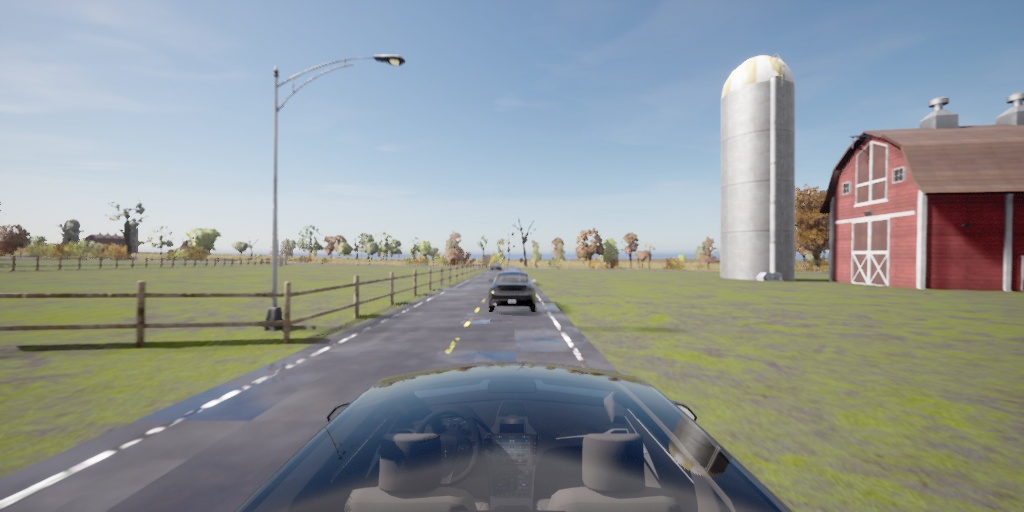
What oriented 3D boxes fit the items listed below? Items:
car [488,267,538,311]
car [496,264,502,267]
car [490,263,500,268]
[{"bbox_3d":[0.026,1.396,15.337,1.837,1.490,4.892,0,0,1],"label":"car"},{"bbox_3d":[0.014,1.581,29.345,2.033,1.411,5.357,0,-1,0],"label":"car"},{"bbox_3d":[-2.796,1.872,62.296,1.882,1.535,5.008,0,-1,0],"label":"car"}]
